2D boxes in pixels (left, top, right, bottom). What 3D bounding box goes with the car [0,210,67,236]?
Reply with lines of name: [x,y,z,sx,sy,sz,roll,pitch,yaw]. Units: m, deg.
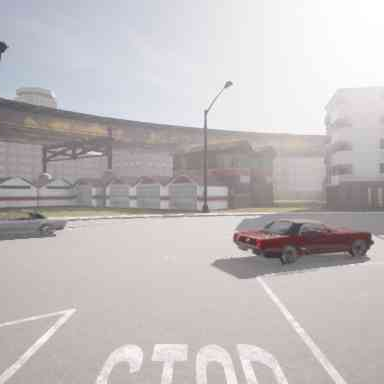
car: [-8.942,1.601,16.749,4.718,1.301,1.895,0,0,-36]

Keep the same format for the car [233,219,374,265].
car: [3.904,1.601,11.481,4.718,1.301,1.895,0,0,-22]
